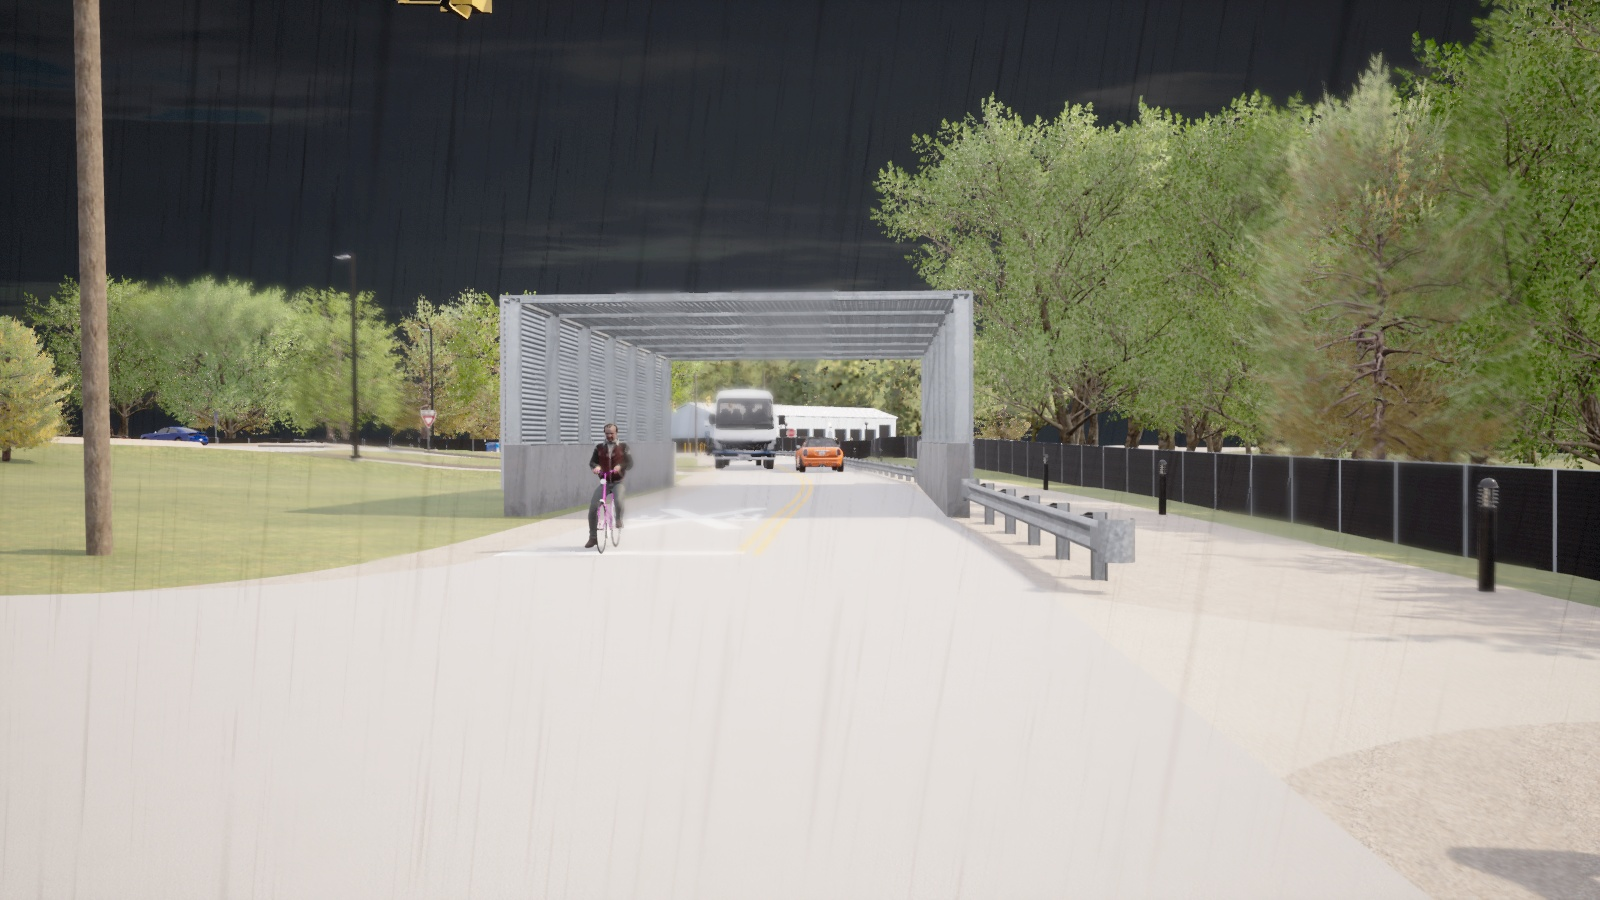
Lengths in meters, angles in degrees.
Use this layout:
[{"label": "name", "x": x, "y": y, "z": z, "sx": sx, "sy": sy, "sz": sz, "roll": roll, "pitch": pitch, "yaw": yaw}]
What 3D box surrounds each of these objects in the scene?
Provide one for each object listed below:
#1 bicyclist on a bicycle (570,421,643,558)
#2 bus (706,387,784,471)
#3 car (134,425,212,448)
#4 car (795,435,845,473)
[{"label": "bicyclist on a bicycle", "x": -2.633, "y": 0.512, "z": 17.259, "sx": 0.659, "sy": 1.776, "sz": 1.843, "roll": 0, "pitch": 0, "yaw": 2}, {"label": "bus", "x": -3.086, "y": -1.148, "z": 68.610, "sx": 3.944, "sy": 4.253, "sz": 10.273, "roll": 0, "pitch": 1, "yaw": -3}, {"label": "car", "x": -43.353, "y": -0.924, "z": 86.859, "sx": 5.008, "sy": 1.535, "sz": 1.882, "roll": 0, "pitch": -2, "yaw": 21}, {"label": "car", "x": 0.909, "y": 0.166, "z": 61.021, "sx": 2.097, "sy": 1.767, "sz": 4.553, "roll": 0, "pitch": 1, "yaw": -3}]
